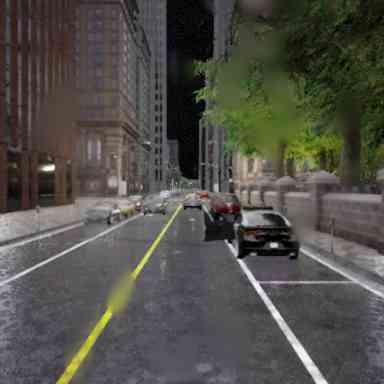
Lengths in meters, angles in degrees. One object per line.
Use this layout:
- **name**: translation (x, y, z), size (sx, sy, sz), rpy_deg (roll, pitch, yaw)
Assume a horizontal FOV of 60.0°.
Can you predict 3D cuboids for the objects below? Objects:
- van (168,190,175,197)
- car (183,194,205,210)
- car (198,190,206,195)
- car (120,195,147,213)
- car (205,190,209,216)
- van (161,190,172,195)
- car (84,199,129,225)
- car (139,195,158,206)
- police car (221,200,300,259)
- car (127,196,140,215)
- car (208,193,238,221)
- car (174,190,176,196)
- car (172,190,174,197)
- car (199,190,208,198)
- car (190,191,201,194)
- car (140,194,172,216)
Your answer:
- **van**: translation (-5.716, 0.416, 92.386), size (1.690, 1.788, 3.998), rpy_deg (0, 1, 0)
- **car**: translation (0.071, 1.202, 36.620), size (1.994, 1.385, 4.181), rpy_deg (0, 1, 0)
- **car**: translation (2.802, 0.544, 76.067), size (2.192, 1.841, 5.009), rpy_deg (0, 1, 0)
- **car**: translation (-5.745, 1.118, 32.921), size (1.967, 1.590, 4.097), rpy_deg (0, 1, 0)
- **car**: translation (2.781, 0.993, 32.926), size (2.192, 1.841, 5.009), rpy_deg (0, 1, 0)
- **van**: translation (-5.726, 0.623, 70.623), size (1.690, 1.788, 3.998), rpy_deg (0, 1, 0)
- **car**: translation (-5.751, 1.343, 21.874), size (2.008, 1.369, 4.403), rpy_deg (0, 1, 0)
- **car**: translation (-5.739, 1.124, 43.969), size (1.947, 1.339, 4.313), rpy_deg (0, 1, 0)
- **police car**: translation (2.372, 1.310, 12.212), size (1.930, 1.638, 5.238), rpy_deg (0, 1, 0)
- **car**: translation (-5.748, 1.263, 27.227), size (1.752, 1.417, 4.829), rpy_deg (0, 1, 0)
- **car**: translation (2.778, 1.051, 27.401), size (2.192, 1.841, 5.009), rpy_deg (0, 1, 0)
- **car**: translation (-5.721, 0.722, 81.506), size (1.887, 1.381, 4.507), rpy_deg (0, 1, 0)
- **car**: translation (-5.724, 0.669, 76.064), size (1.967, 1.590, 4.097), rpy_deg (0, 1, 0)
- **car**: translation (2.804, 0.492, 81.508), size (2.192, 1.841, 5.009), rpy_deg (0, 1, 0)
- **car**: translation (0.052, 0.983, 48.927), size (1.882, 1.535, 5.008), rpy_deg (0, 1, 1)
- **car**: translation (-3.082, 1.225, 28.984), size (1.837, 1.490, 4.892), rpy_deg (0, 0, 0)
